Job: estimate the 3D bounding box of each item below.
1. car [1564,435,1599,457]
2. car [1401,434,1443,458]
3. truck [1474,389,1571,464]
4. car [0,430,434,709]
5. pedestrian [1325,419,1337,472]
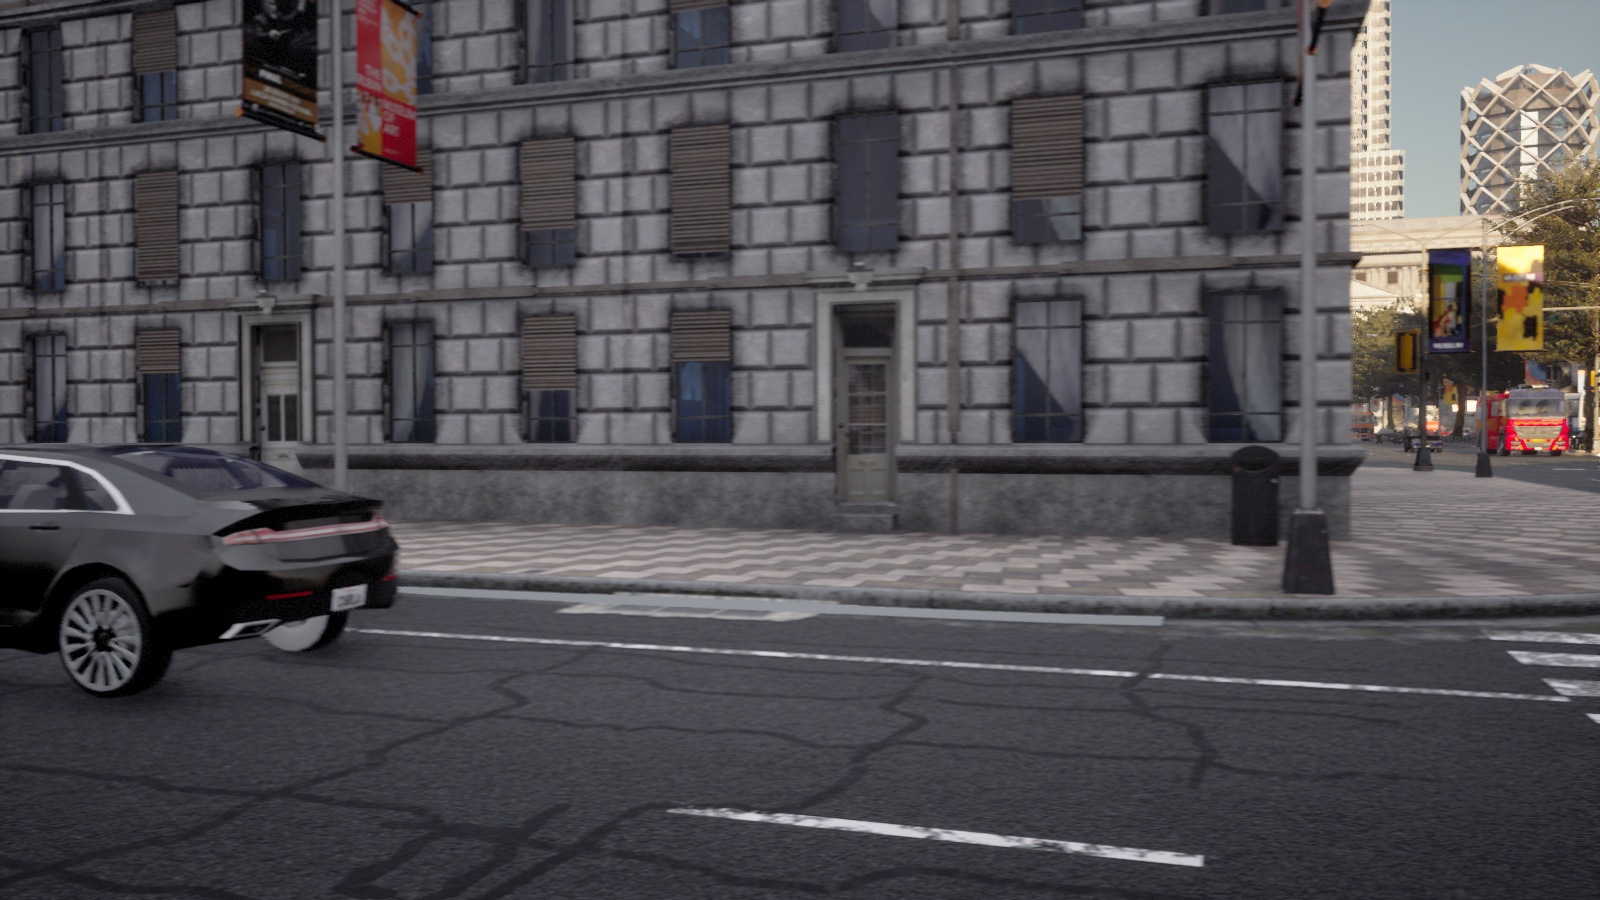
[{"bbox_3d":[52.511,-0.262,83.194,2.033,1.411,5.357,1,1,18],"label":"car"},{"bbox_3d":[38.945,-0.274,78.680,1.816,1.474,4.193,1,1,19],"label":"car"},{"bbox_3d":[39.313,-1.290,68.611,2.891,3.827,8.468,1,1,18],"label":"truck"},{"bbox_3d":[-5.256,0.625,8.663,4.902,1.511,2.128,1,1,19],"label":"car"},{"bbox_3d":[18.612,-0.152,44.015,0.345,1.836,0.594,1,1,22],"label":"pedestrian"}]
